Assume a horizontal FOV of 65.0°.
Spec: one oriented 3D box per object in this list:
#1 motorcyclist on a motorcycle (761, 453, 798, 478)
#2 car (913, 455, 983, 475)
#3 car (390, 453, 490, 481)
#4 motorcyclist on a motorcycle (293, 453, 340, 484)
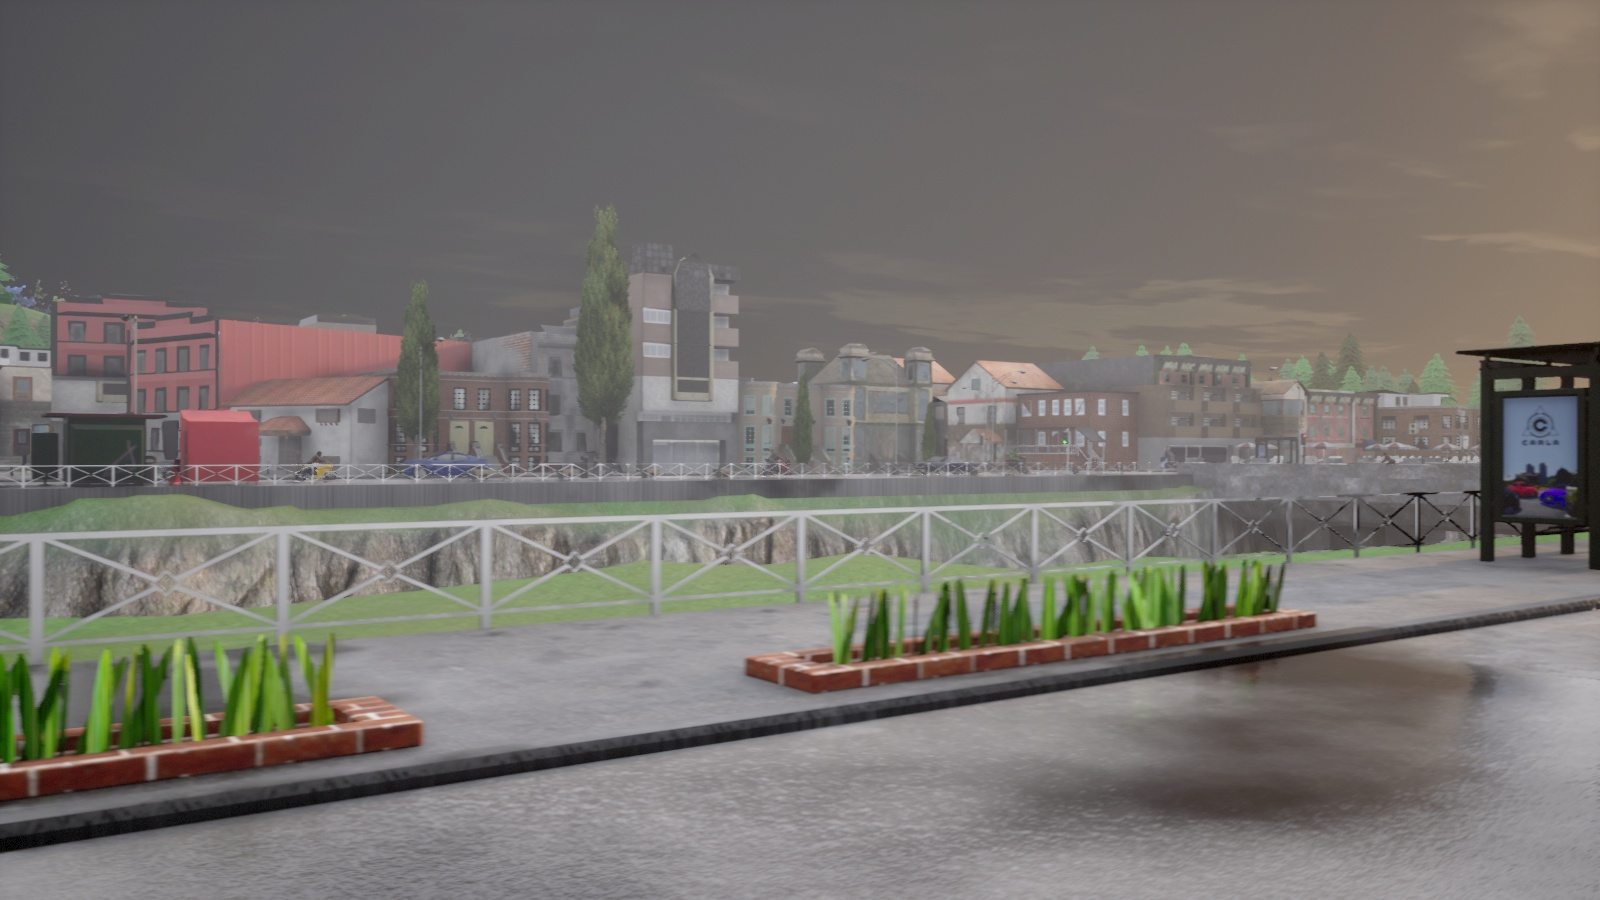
[{"bbox_3d":[-1.301,0.975,78.556,2.191,1.530,0.866,0,0,-35],"label":"motorcyclist on a motorcycle"},{"bbox_3d":[10.213,1.036,86.578,4.718,1.301,1.895,0,0,-35],"label":"car"},{"bbox_3d":[-20.140,0.937,70.311,5.008,1.535,1.882,0,0,-35],"label":"car"},{"bbox_3d":[-24.110,0.932,62.669,2.044,1.523,0.797,0,0,-35],"label":"motorcyclist on a motorcycle"}]
